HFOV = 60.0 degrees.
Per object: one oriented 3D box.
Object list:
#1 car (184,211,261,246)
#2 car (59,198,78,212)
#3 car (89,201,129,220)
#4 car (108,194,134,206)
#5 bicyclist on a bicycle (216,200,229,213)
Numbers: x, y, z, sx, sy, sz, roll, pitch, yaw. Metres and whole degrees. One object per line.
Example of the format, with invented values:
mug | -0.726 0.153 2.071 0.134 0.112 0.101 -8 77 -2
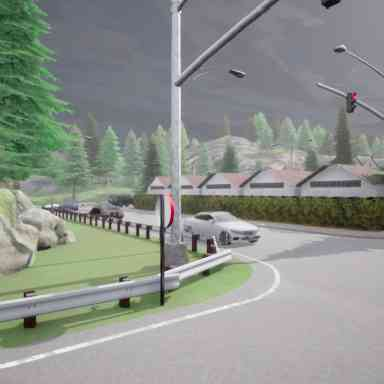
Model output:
car | 1.338 1.717 16.696 1.812 1.442 4.674 0 0 -34
car | -15.594 1.538 42.033 2.097 1.767 4.553 0 0 -19
car | -7.623 1.756 29.593 1.994 1.385 4.181 0 0 -35
car | -10.955 1.398 53.198 2.150 2.045 5.566 0 0 33
bicyclist on a bicycle | 2.525 1.494 28.091 1.656 1.620 0.582 0 0 -35
